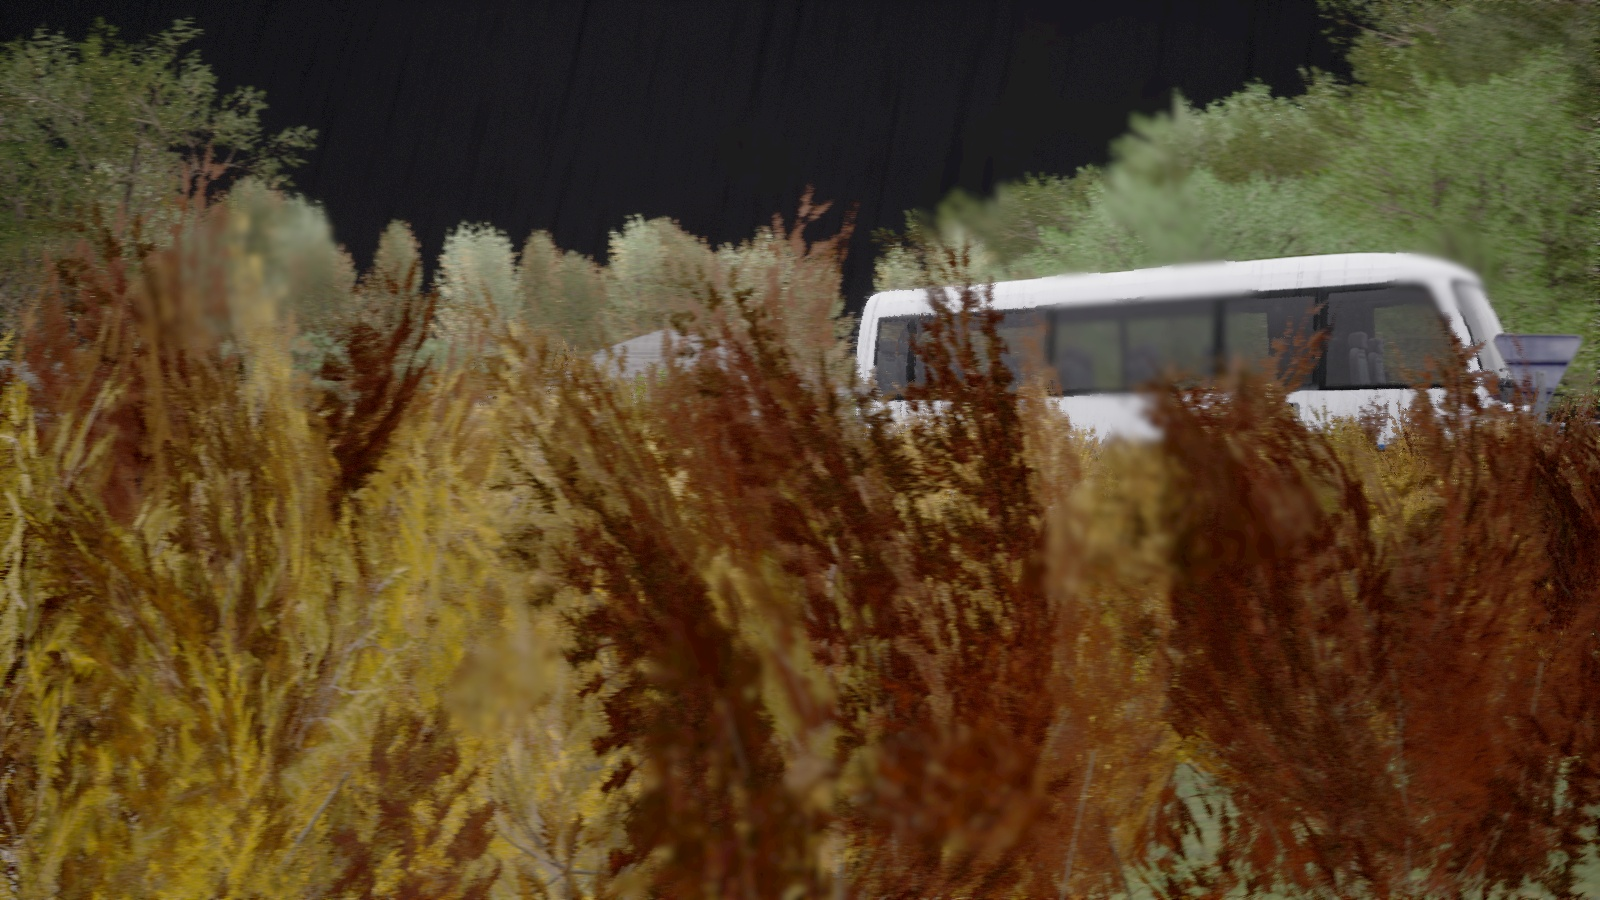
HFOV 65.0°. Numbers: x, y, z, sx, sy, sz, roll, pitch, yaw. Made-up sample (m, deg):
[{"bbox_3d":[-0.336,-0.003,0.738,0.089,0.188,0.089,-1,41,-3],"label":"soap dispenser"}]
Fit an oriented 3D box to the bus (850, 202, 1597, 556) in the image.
[{"bbox_3d":[6.235,-0.842,19.655,10.273,4.253,3.944,-1,2,35],"label":"bus"}]
